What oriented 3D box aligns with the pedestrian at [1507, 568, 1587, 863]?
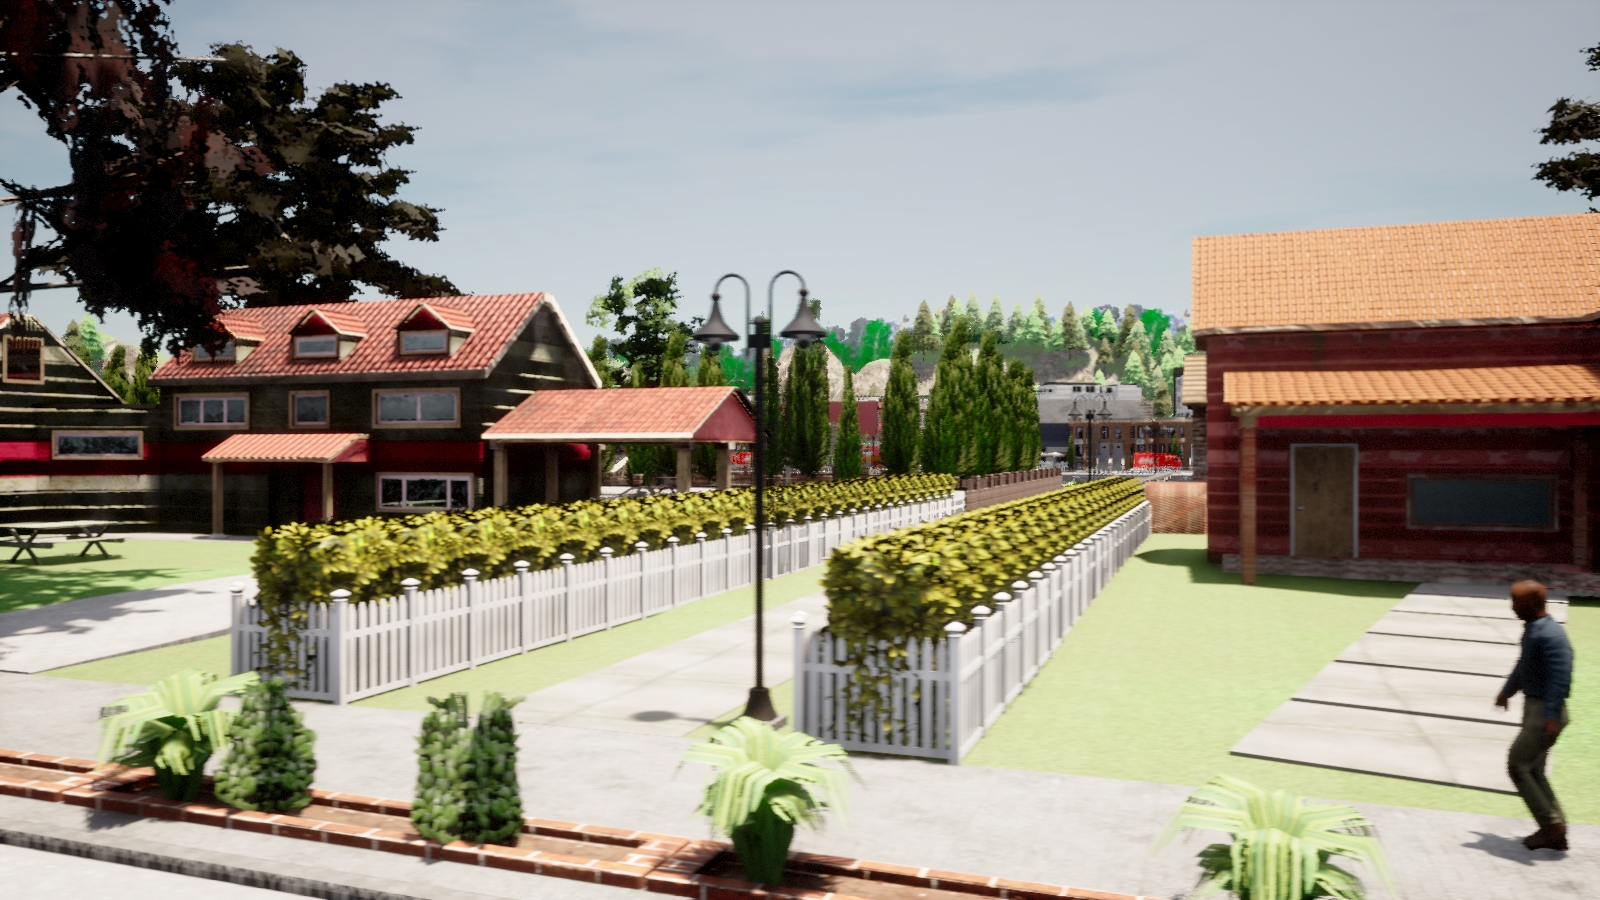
[{"bbox_3d":[4.984,1.743,7.636,0.375,1.860,0.375,0,0,21],"label":"pedestrian"}]
